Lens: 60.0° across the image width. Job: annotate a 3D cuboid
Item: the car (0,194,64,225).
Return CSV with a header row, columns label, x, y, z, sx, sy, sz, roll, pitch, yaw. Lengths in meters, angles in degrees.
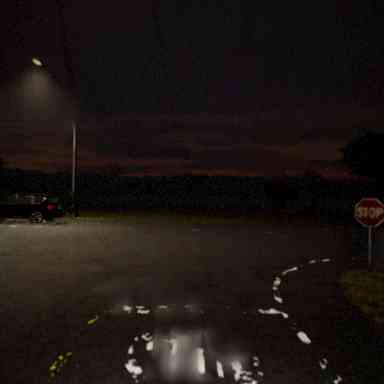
label,x,y,z,sx,sy,sz,roll,pitch,yaw
car,-11.891,1.149,23.202,5.566,2.045,2.150,2,1,0
